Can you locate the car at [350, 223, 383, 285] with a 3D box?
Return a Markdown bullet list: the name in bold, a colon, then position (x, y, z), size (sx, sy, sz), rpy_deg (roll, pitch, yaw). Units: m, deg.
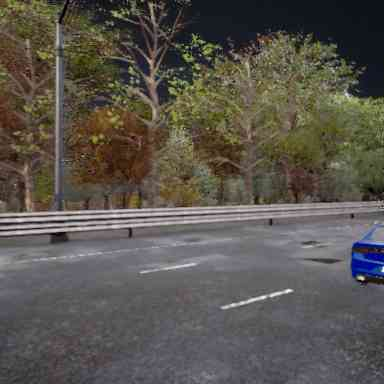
- **car**: position (5.827, 1.501, 8.681), size (1.882, 1.535, 5.008), rpy_deg (1, 0, 44)
